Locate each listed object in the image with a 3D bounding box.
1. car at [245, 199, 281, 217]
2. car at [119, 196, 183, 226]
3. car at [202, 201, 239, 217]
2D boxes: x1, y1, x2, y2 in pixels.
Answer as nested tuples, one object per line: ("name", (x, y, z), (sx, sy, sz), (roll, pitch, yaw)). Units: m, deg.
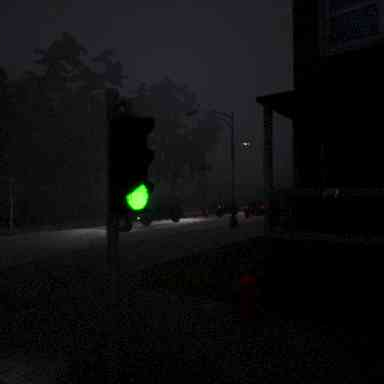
("car", (6.828, 1.442, 31.529), (2.097, 1.767, 4.553), (-1, 0, 35))
("car", (-2.920, 1.344, 25.101), (2.150, 2.045, 5.566), (-1, 0, 35))
("car", (2.910, 1.613, 33.184), (2.128, 1.511, 4.902), (-1, 0, 36))
